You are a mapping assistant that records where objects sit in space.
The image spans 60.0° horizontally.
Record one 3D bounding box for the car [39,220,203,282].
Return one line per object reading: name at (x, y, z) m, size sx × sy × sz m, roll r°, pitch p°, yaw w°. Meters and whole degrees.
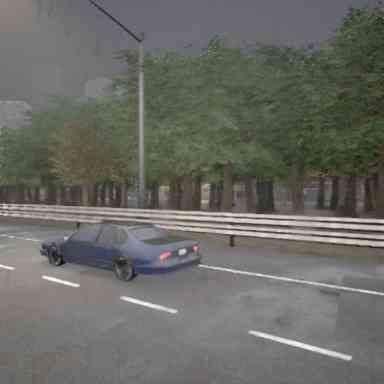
car at (-2.284, 1.553, 9.797) m, size 5.357 × 1.411 × 2.033 m, roll 0°, pitch 0°, yaw 36°
